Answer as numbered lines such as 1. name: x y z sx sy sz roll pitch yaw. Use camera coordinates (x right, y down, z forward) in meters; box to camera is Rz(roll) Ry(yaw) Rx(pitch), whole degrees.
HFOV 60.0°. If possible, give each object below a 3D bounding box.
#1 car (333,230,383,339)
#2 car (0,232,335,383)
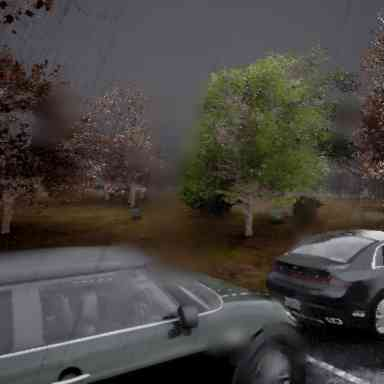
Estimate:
1. car: 3.634 1.517 6.644 4.892 1.521 2.231 0 0 -33
2. car: -0.925 1.360 3.400 4.553 1.767 2.185 0 0 -33
